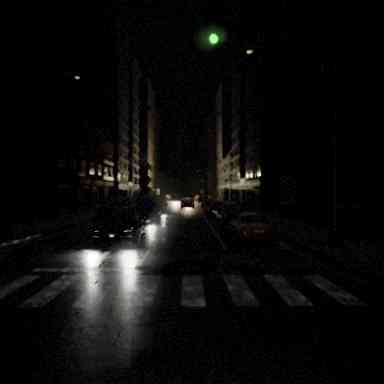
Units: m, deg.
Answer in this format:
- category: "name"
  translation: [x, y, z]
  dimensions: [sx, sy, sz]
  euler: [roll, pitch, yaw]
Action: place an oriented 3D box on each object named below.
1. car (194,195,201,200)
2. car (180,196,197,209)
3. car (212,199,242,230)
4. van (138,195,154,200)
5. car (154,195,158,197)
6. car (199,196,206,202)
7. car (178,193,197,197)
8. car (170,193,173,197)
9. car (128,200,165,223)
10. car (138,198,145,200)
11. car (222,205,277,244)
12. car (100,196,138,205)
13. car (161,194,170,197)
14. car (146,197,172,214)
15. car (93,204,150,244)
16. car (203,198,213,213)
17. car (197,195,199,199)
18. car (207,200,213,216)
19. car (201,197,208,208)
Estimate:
- category: "car"
  translation: [1.612, 1.514, 92.958]
  dimensions: [1.752, 1.417, 4.829]
  euler: [0, 0, -1]
- category: "car"
  translation: [-0.596, 1.614, 44.990]
  dimensions: [1.895, 1.301, 4.718]
  euler: [0, 0, -1]
- category: "car"
  translation: [2.585, 1.447, 20.958]
  dimensions: [1.967, 1.590, 4.097]
  euler: [0, 0, -1]
- category: "van"
  translation: [-6.238, 1.365, 42.946]
  dimensions: [1.690, 1.788, 3.998]
  euler: [0, 0, -1]
- category: "car"
  translation: [-6.313, 1.337, 48.471]
  dimensions: [2.192, 1.841, 5.009]
  euler: [0, 0, -1]
- category: "car"
  translation: [2.288, 1.559, 43.060]
  dimensions: [2.008, 1.369, 4.403]
  euler: [0, 0, -1]
- category: "car"
  translation: [-0.731, 1.232, 54.991]
  dimensions: [2.150, 2.045, 5.566]
  euler: [0, 0, -1]
- category: "car"
  translation: [-6.908, 1.529, 92.504]
  dimensions: [1.752, 1.417, 4.829]
  euler: [0, 0, -1]
- category: "car"
  translation: [-3.421, 1.583, 25.702]
  dimensions: [1.994, 1.385, 4.181]
  euler: [0, 0, -1]
- category: "car"
  translation: [-6.088, 1.575, 31.895]
  dimensions: [2.008, 1.369, 4.403]
  euler: [0, 0, -1]
- category: "car"
  translation: [2.658, 1.530, 15.603]
  dimensions: [1.752, 1.417, 4.829]
  euler: [0, 0, -1]
- category: "car"
  translation: [-6.014, 1.338, 26.369]
  dimensions: [2.192, 1.841, 5.009]
  euler: [0, 0, -1]
- category: "car"
  translation: [-6.686, 1.449, 76.098]
  dimensions: [1.967, 1.590, 4.097]
  euler: [0, 0, -1]
- category: "car"
  translation: [-3.519, 1.545, 35.634]
  dimensions: [1.812, 1.442, 4.674]
  euler: [0, 0, 0]
- category: "car"
  translation: [-3.306, 1.521, 15.842]
  dimensions: [1.837, 1.490, 4.892]
  euler: [0, 0, -2]
- category: "car"
  translation: [2.437, 1.575, 32.009]
  dimensions: [1.947, 1.339, 4.313]
  euler: [0, 0, -1]
- category: "car"
  translation: [2.112, 1.477, 66.621]
  dimensions: [1.882, 1.535, 5.008]
  euler: [0, 0, -1]
- category: "car"
  translation: [2.511, 1.559, 26.484]
  dimensions: [2.008, 1.369, 4.403]
  euler: [0, 0, -1]
- category: "car"
  translation: [2.362, 1.554, 37.535]
  dimensions: [1.887, 1.381, 4.507]
  euler: [0, 0, -1]
